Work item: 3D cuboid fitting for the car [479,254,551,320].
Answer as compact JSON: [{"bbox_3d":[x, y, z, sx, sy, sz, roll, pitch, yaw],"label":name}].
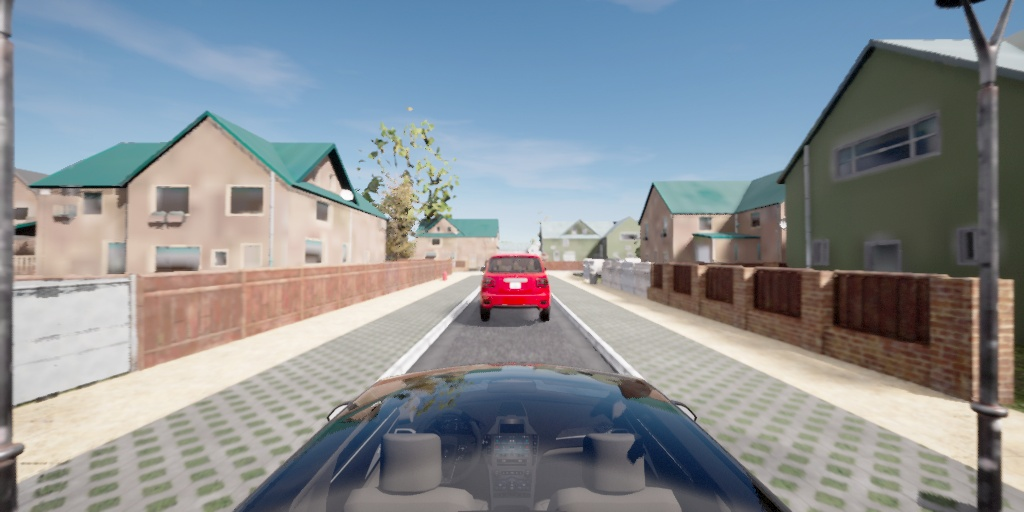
[{"bbox_3d":[0.080,0.982,12.757,2.150,2.045,5.566,0,-1,0],"label":"car"}]
